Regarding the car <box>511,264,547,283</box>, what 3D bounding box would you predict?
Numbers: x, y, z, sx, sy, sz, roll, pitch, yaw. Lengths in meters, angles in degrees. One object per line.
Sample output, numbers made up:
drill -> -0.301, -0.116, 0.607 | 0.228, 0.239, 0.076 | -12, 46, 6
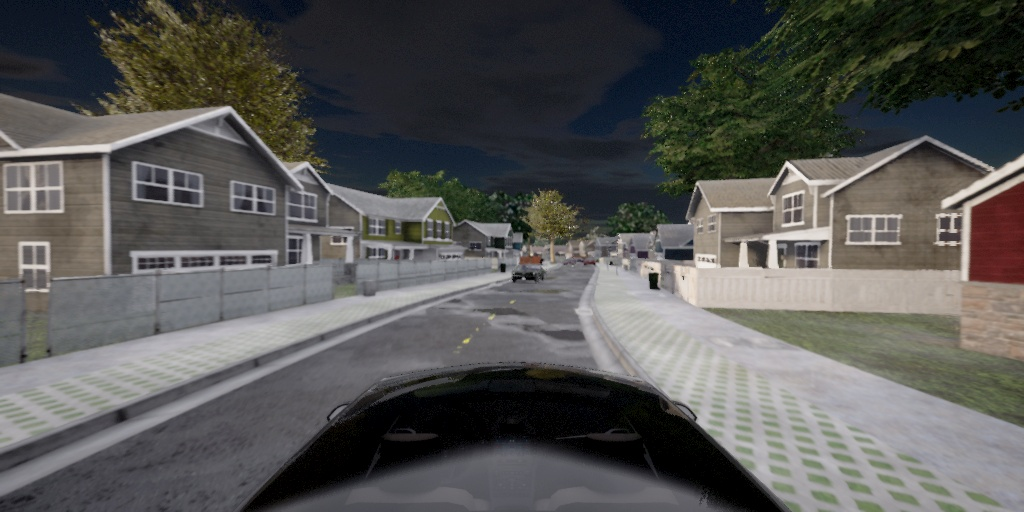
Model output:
car -> 1.323, 1.257, 26.779 | 1.895, 1.301, 4.718 | 1, 0, 14
